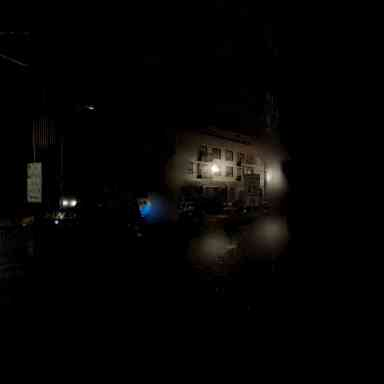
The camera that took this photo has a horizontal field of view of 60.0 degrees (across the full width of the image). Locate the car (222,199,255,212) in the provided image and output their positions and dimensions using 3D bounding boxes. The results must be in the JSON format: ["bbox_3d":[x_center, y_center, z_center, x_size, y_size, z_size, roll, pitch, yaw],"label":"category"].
[{"bbox_3d":[5.507,1.548,38.917,1.947,1.339,4.313,0,0,36],"label":"car"}]

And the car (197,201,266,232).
[{"bbox_3d":[2.526,1.531,20.294,1.752,1.417,4.829,0,0,36],"label":"car"}]

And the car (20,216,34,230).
[{"bbox_3d":[-7.913,1.514,20.425,1.752,1.417,4.829,0,0,36],"label":"car"}]

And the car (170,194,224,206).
[{"bbox_3d":[0.682,1.216,27.890,2.150,2.045,5.566,0,0,36],"label":"car"}]

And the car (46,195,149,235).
[{"bbox_3d":[-5.407,1.216,19.507,2.150,2.045,5.566,0,0,36],"label":"car"}]

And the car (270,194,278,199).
[{"bbox_3d":[12.167,1.288,48.094,2.192,1.841,5.009,0,0,36],"label":"car"}]

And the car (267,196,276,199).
[{"bbox_3d":[8.836,1.543,43.506,1.947,1.339,4.313,0,0,36],"label":"car"}]

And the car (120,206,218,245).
[{"bbox_3d":[-0.903,1.555,15.570,2.008,1.369,4.403,0,0,36],"label":"car"}]

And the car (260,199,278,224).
[{"bbox_3d":[5.855,1.531,24.883,1.752,1.417,4.829,0,0,36],"label":"car"}]

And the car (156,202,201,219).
[{"bbox_3d":[-1.153,1.572,29.741,1.802,1.307,4.206,0,0,36],"label":"car"}]

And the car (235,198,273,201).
[{"bbox_3d":[6.751,1.589,36.238,1.895,1.301,4.718,0,0,36],"label":"car"}]

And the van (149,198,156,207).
[{"bbox_3d":[-4.483,1.331,25.151,1.690,1.788,3.998,0,0,36],"label":"van"}]
